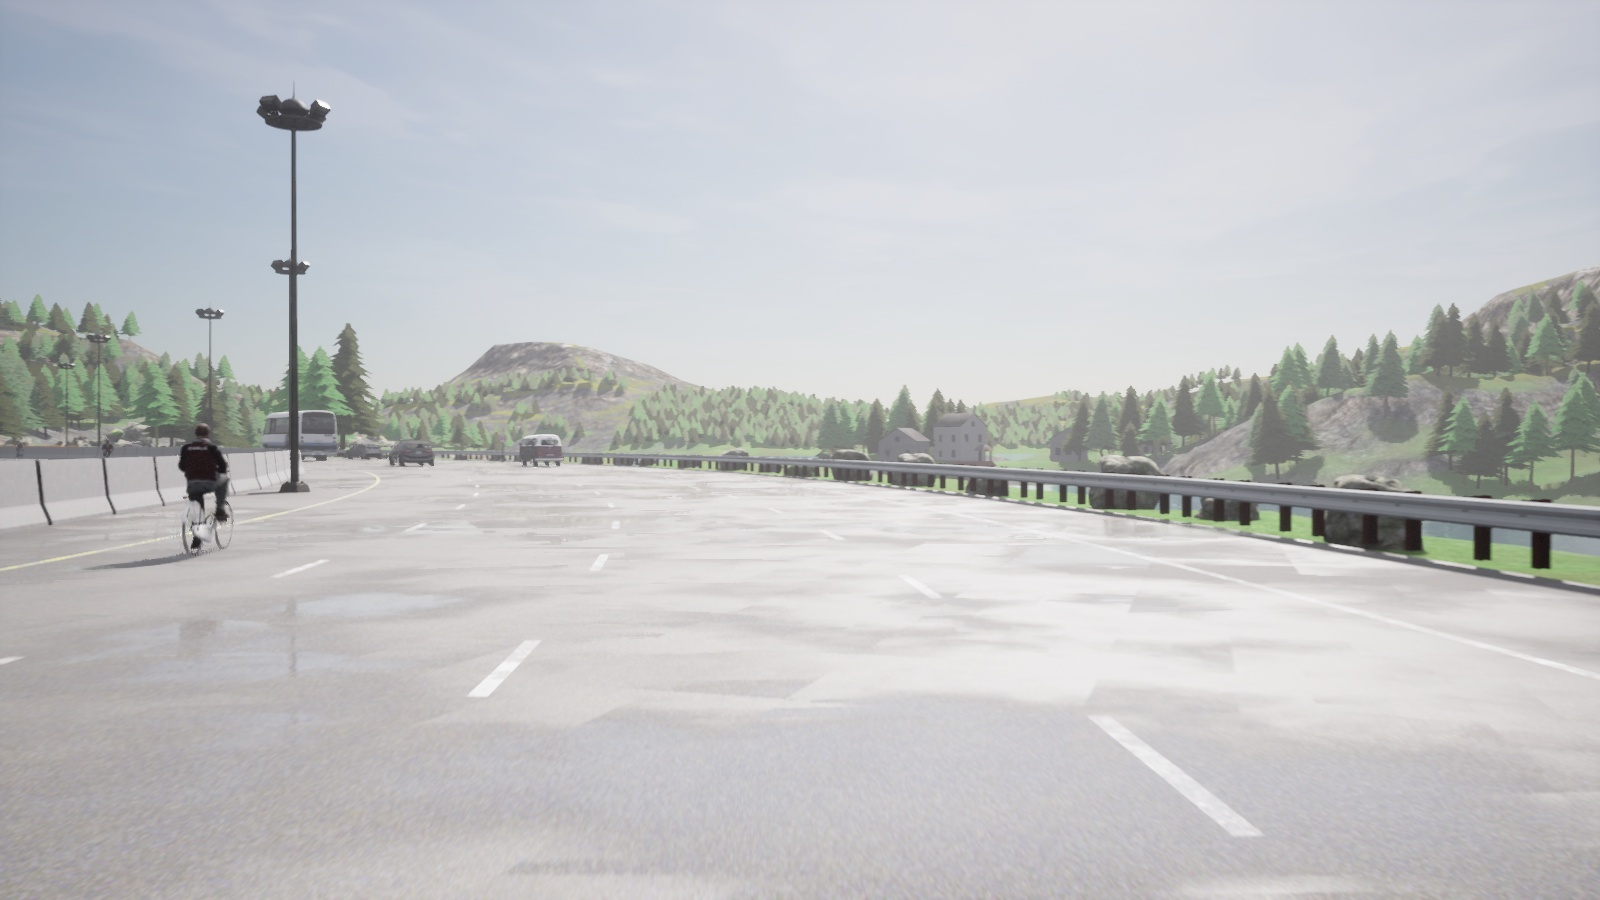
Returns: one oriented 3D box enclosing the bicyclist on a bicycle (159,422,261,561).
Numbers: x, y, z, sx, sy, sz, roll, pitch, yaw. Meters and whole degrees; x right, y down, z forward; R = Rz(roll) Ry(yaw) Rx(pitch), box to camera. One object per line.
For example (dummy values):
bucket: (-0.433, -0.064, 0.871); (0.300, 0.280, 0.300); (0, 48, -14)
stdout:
bicyclist on a bicycle: (-7.946, 0.518, 16.992); (0.659, 1.776, 1.843); (-1, 1, -6)

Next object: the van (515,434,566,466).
van: (-16.900, 0.003, 81.547); (2.069, 2.038, 4.480); (0, 0, -28)

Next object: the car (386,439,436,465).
car: (-25.830, 0.110, 83.284); (2.242, 1.667, 4.611); (0, 0, -30)
